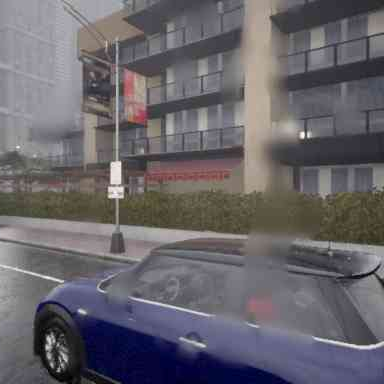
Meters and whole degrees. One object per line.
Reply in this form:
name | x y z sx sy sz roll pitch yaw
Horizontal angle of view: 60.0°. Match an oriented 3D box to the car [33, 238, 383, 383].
car | 0.135 1.351 3.958 4.553 1.767 2.097 0 0 35
